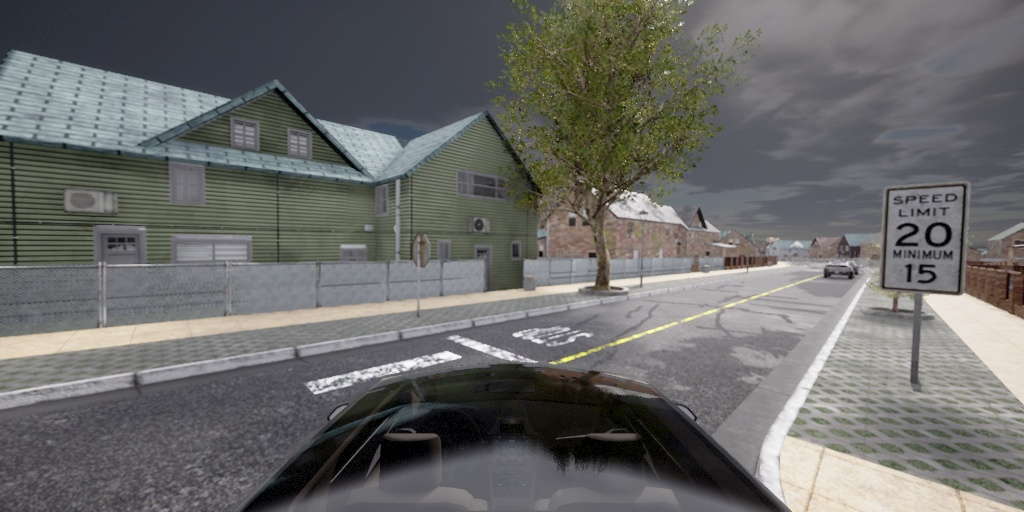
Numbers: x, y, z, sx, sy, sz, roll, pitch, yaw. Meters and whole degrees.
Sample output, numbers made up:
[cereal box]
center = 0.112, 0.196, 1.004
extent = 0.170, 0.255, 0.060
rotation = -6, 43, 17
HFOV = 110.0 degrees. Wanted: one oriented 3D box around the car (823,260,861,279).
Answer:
[car]
center = 29.112, 1.188, 31.852
extent = 4.902, 1.511, 2.128
rotation = 0, 2, -44
